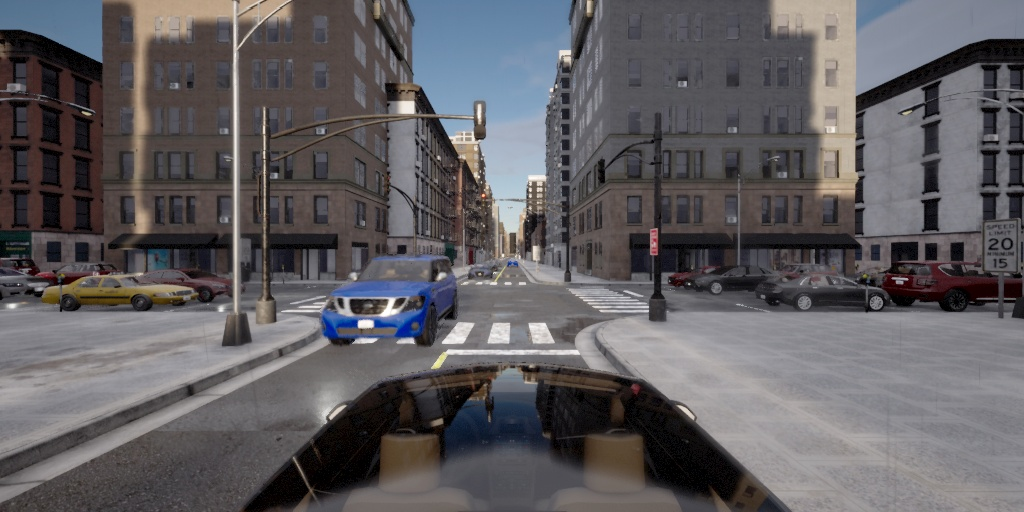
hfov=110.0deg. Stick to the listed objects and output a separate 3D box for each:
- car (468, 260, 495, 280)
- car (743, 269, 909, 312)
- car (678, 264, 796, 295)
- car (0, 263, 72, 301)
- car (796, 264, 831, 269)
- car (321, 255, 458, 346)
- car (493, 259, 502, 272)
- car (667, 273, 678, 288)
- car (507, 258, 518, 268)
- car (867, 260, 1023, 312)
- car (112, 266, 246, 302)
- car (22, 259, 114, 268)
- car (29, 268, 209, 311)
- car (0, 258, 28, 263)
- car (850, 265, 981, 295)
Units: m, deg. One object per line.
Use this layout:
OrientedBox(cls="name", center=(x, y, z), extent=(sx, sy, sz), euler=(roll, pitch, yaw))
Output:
OrientedBox(cls="car", center=(-2.725, 1.318, 31.375), extent=(1.994, 1.385, 4.181), euler=(0, 0, -2))
OrientedBox(cls="car", center=(11.785, 1.325, 13.709), extent=(4.403, 1.370, 2.007), euler=(0, 0, 0))
OrientedBox(cls="car", center=(11.910, 1.253, 19.190), extent=(4.892, 1.490, 1.837), euler=(0, 0, 0))
OrientedBox(cls="car", center=(-23.941, 1.246, 16.335), extent=(4.902, 1.511, 2.128), euler=(0, 0, 0))
OrientedBox(cls="car", center=(17.215, 1.177, 21.720), extent=(4.097, 1.591, 1.967), euler=(0, 0, 0))
OrientedBox(cls="car", center=(-2.836, 0.973, 9.730), extent=(2.150, 2.045, 5.566), euler=(0, 0, 0))
OrientedBox(cls="car", center=(-2.758, 1.263, 46.783), extent=(1.837, 1.490, 4.892), euler=(0, 0, 2))
OrientedBox(cls="car", center=(11.806, 1.281, 21.734), extent=(4.507, 1.381, 1.888), euler=(0, 0, 0))
OrientedBox(cls="car", center=(0.111, 1.247, 63.210), extent=(1.882, 1.535, 5.008), euler=(0, 0, 0))
OrientedBox(cls="car", center=(17.194, 1.091, 13.695), extent=(5.009, 1.841, 2.192), euler=(0, 0, 0))
OrientedBox(cls="car", center=(-14.784, 1.282, 16.294), extent=(4.674, 1.442, 1.812), euler=(0, 0, 0))
OrientedBox(cls="car", center=(-26.363, 1.167, 21.835), extent=(4.097, 1.591, 1.967), euler=(0, 0, 0))
OrientedBox(cls="car", center=(-14.891, 1.294, 13.780), extent=(4.829, 1.417, 1.751), euler=(0, 0, 0))
OrientedBox(cls="car", center=(-32.025, 1.041, 21.850), extent=(5.009, 1.841, 2.192), euler=(0, 0, 0))
OrientedBox(cls="car", center=(21.392, 1.256, 19.169), extent=(4.892, 1.490, 1.837), euler=(0, 0, 0))
